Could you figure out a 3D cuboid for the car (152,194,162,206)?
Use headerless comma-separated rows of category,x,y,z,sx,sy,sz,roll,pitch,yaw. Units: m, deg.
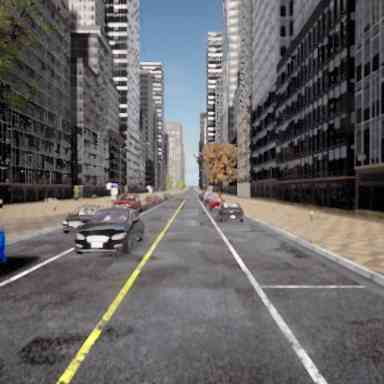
car,-5.698,1.194,46.735,1.887,1.381,4.507,0,0,0

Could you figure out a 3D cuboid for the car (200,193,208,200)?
car,2.679,1.016,75.074,1.802,1.307,4.206,0,0,0

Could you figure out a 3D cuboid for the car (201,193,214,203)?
car,2.682,1.194,46.734,1.887,1.381,4.507,0,0,0

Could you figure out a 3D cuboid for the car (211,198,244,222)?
car,2.685,1.370,24.063,2.008,1.369,4.403,0,0,0

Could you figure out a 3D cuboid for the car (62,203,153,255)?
car,-3.002,1.393,12.958,2.128,1.511,4.902,0,0,0

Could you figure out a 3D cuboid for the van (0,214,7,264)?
van,-5.693,1.287,7.058,1.690,1.788,3.998,0,0,0

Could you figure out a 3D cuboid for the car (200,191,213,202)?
car,2.680,0.836,63.736,2.192,1.841,5.009,0,0,0

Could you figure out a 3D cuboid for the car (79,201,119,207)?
car,-5.694,1.412,18.395,2.008,1.369,4.403,0,0,0

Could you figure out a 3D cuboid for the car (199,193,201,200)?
car,2.681,1.115,58.070,2.008,1.369,4.403,0,0,0

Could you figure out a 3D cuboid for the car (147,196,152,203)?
car,-5.697,1.261,35.228,1.752,1.417,4.829,0,0,0

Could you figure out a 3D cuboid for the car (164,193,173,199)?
car,-5.702,0.973,80.742,1.802,1.307,4.206,0,0,0

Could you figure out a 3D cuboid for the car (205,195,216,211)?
car,2.684,1.279,35.399,1.887,1.381,4.507,0,0,0

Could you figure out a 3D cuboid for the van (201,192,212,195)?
van,2.681,0.948,52.400,1.690,1.788,3.998,0,0,0

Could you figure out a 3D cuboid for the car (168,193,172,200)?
car,-5.701,1.043,69.405,1.947,1.339,4.313,0,0,0

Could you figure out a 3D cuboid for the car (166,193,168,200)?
car,-5.699,1.090,57.900,1.752,1.417,4.829,0,0,0

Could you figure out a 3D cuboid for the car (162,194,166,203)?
car,-5.699,1.172,52.402,1.947,1.339,4.313,0,0,0

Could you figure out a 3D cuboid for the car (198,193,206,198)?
car,2.677,0.913,86.410,1.947,1.339,4.313,0,0,0

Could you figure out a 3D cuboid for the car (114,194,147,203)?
car,-5.697,1.091,29.729,2.192,1.841,5.009,0,0,0
